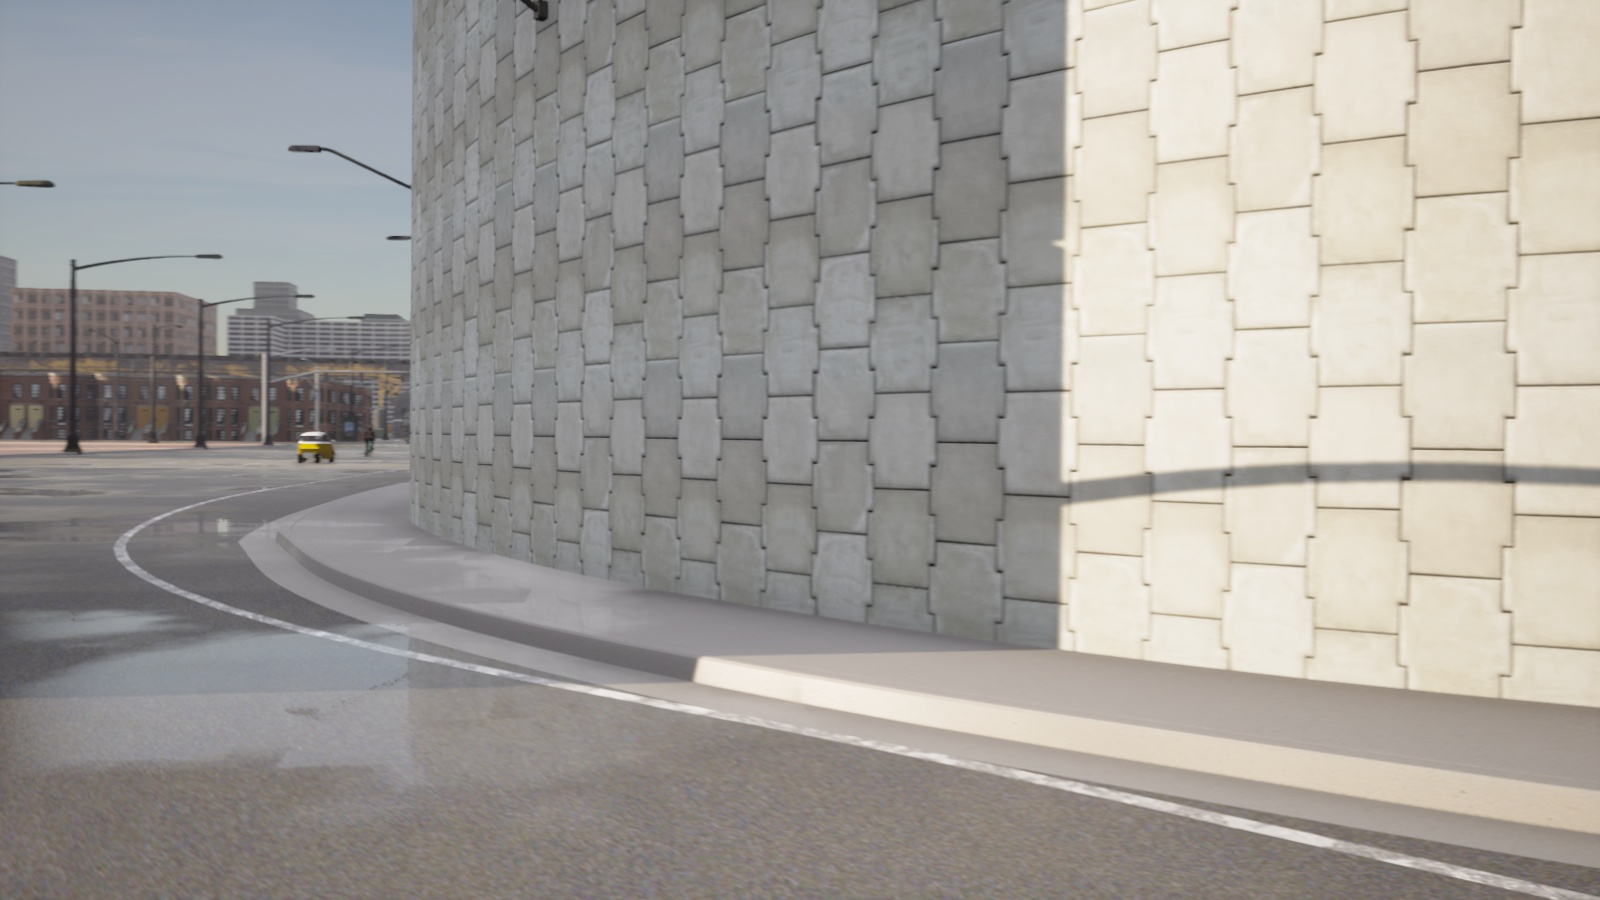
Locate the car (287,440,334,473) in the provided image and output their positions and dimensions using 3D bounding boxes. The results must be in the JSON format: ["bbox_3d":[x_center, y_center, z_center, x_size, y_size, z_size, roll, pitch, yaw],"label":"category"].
[{"bbox_3d":[-21.710,0.264,55.760,1.481,1.376,2.207,-1,1,-8],"label":"car"}]
